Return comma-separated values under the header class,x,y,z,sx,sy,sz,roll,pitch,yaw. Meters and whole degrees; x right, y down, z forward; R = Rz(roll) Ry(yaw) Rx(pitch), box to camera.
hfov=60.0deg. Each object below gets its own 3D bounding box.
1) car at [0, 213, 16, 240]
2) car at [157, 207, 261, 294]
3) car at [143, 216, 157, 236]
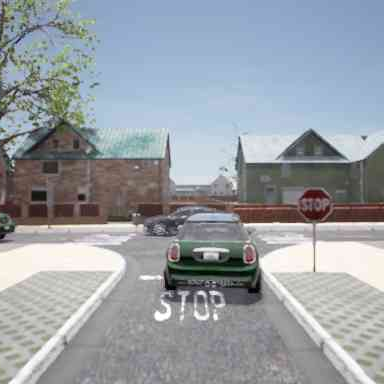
class,x,y,z,sx,sy,sz,roll,pitch,yaw
car,-11.184,1.323,15.222,5.566,2.045,2.150,-1,-1,1
car,0.636,1.343,8.999,2.097,1.767,4.553,0,0,7
car,-0.197,1.570,18.023,4.892,1.490,1.837,-1,-1,1
